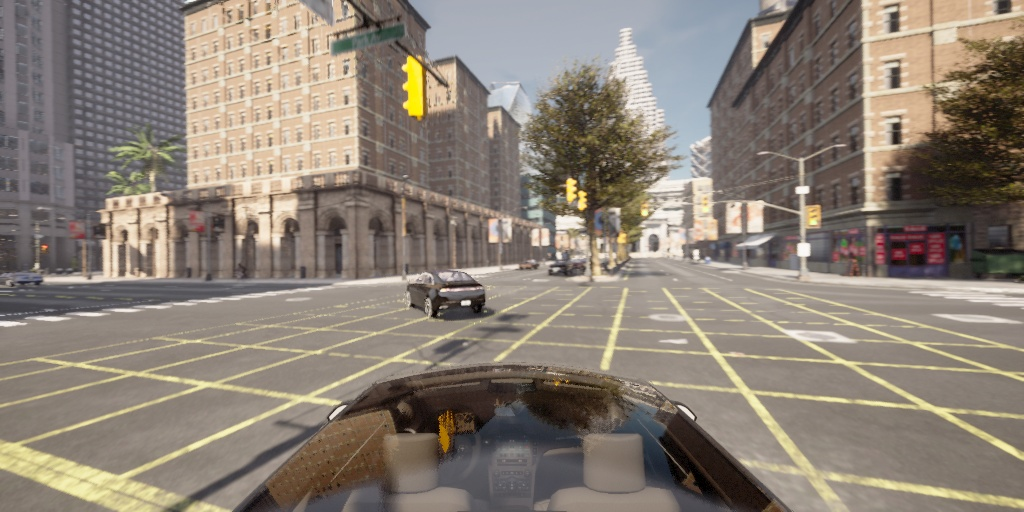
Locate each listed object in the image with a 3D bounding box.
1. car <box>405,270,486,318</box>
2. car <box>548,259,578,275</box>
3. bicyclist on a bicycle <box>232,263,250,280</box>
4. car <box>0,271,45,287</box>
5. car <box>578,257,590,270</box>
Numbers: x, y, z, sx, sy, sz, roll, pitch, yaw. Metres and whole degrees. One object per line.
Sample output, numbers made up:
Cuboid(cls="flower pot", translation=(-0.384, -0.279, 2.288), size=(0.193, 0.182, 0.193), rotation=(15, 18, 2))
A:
Cuboid(cls="car", translation=(-2.625, 1.281, 13.357), size=(2.128, 1.511, 4.902), rotation=(-1, 0, -29))
Cuboid(cls="car", translation=(4.944, 1.115, 36.093), size=(2.128, 1.511, 4.902), rotation=(-1, 0, 19))
Cuboid(cls="bicyclist on a bicycle", translation=(-26.390, 1.524, 34.941), size=(0.582, 1.620, 1.656), rotation=(-1, 0, 19))
Cuboid(cls="car", translation=(-47.647, 2.177, 34.600), size=(5.357, 1.411, 2.033), rotation=(-1, 0, 19))
Cuboid(cls="car", translation=(8.210, 1.117, 45.306), size=(1.994, 1.385, 4.181), rotation=(-1, 0, 20))
